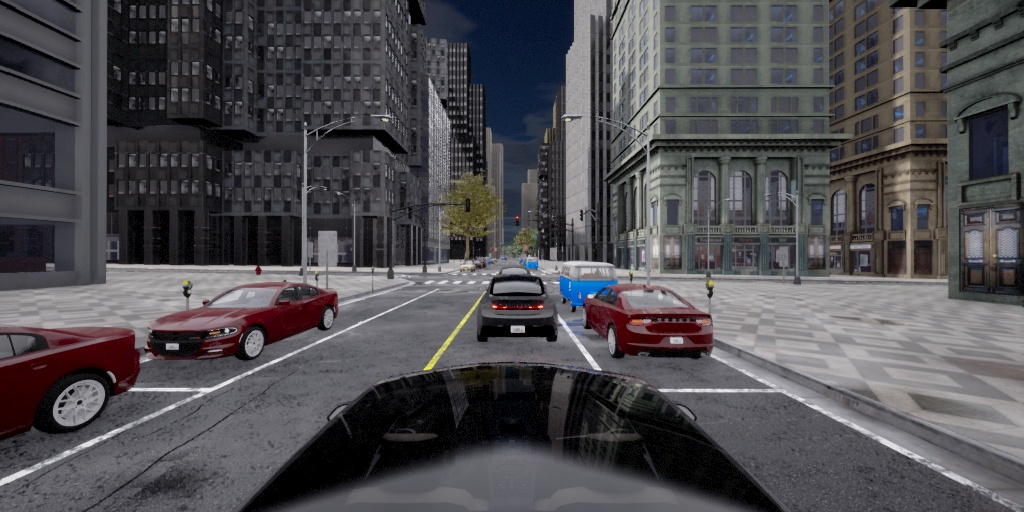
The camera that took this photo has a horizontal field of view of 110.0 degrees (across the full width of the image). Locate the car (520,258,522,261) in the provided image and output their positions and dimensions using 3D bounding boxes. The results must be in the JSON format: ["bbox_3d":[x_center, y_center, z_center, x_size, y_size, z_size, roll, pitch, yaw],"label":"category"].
[{"bbox_3d":[2.897,1.331,62.633,1.888,1.381,4.507,0,0,0],"label":"car"}]

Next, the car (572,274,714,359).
[{"bbox_3d":[2.790,1.296,8.298,1.888,1.381,4.507,0,0,0],"label":"car"}]

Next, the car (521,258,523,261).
[{"bbox_3d":[2.886,1.346,57.220,1.948,1.339,4.313,0,0,0],"label":"car"}]

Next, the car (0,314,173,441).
[{"bbox_3d":[-5.776,1.295,2.810,1.888,1.381,4.507,0,0,0],"label":"car"}]

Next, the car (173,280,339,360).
[{"bbox_3d":[-5.765,1.296,8.335,1.888,1.381,4.507,0,0,0],"label":"car"}]

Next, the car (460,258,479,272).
[{"bbox_3d":[-5.670,1.296,46.258,1.751,1.417,4.829,0,0,0],"label":"car"}]

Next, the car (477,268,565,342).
[{"bbox_3d":[0.119,1.256,9.774,1.837,1.490,4.892,0,0,0],"label":"car"}]

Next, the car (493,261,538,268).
[{"bbox_3d":[0.134,1.231,18.950,1.882,1.535,5.008,0,0,0],"label":"car"}]

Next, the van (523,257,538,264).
[{"bbox_3d":[2.874,1.116,51.807,1.690,1.789,3.998,0,0,0],"label":"van"}]

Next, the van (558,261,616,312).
[{"bbox_3d":[2.803,1.093,13.823,1.690,1.789,3.998,0,0,0],"label":"van"}]

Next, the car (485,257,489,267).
[{"bbox_3d":[-5.628,1.100,62.297,2.192,1.841,5.009,0,0,0],"label":"car"}]

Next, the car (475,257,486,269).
[{"bbox_3d":[-5.640,1.325,57.008,1.888,1.381,4.507,0,0,0],"label":"car"}]
